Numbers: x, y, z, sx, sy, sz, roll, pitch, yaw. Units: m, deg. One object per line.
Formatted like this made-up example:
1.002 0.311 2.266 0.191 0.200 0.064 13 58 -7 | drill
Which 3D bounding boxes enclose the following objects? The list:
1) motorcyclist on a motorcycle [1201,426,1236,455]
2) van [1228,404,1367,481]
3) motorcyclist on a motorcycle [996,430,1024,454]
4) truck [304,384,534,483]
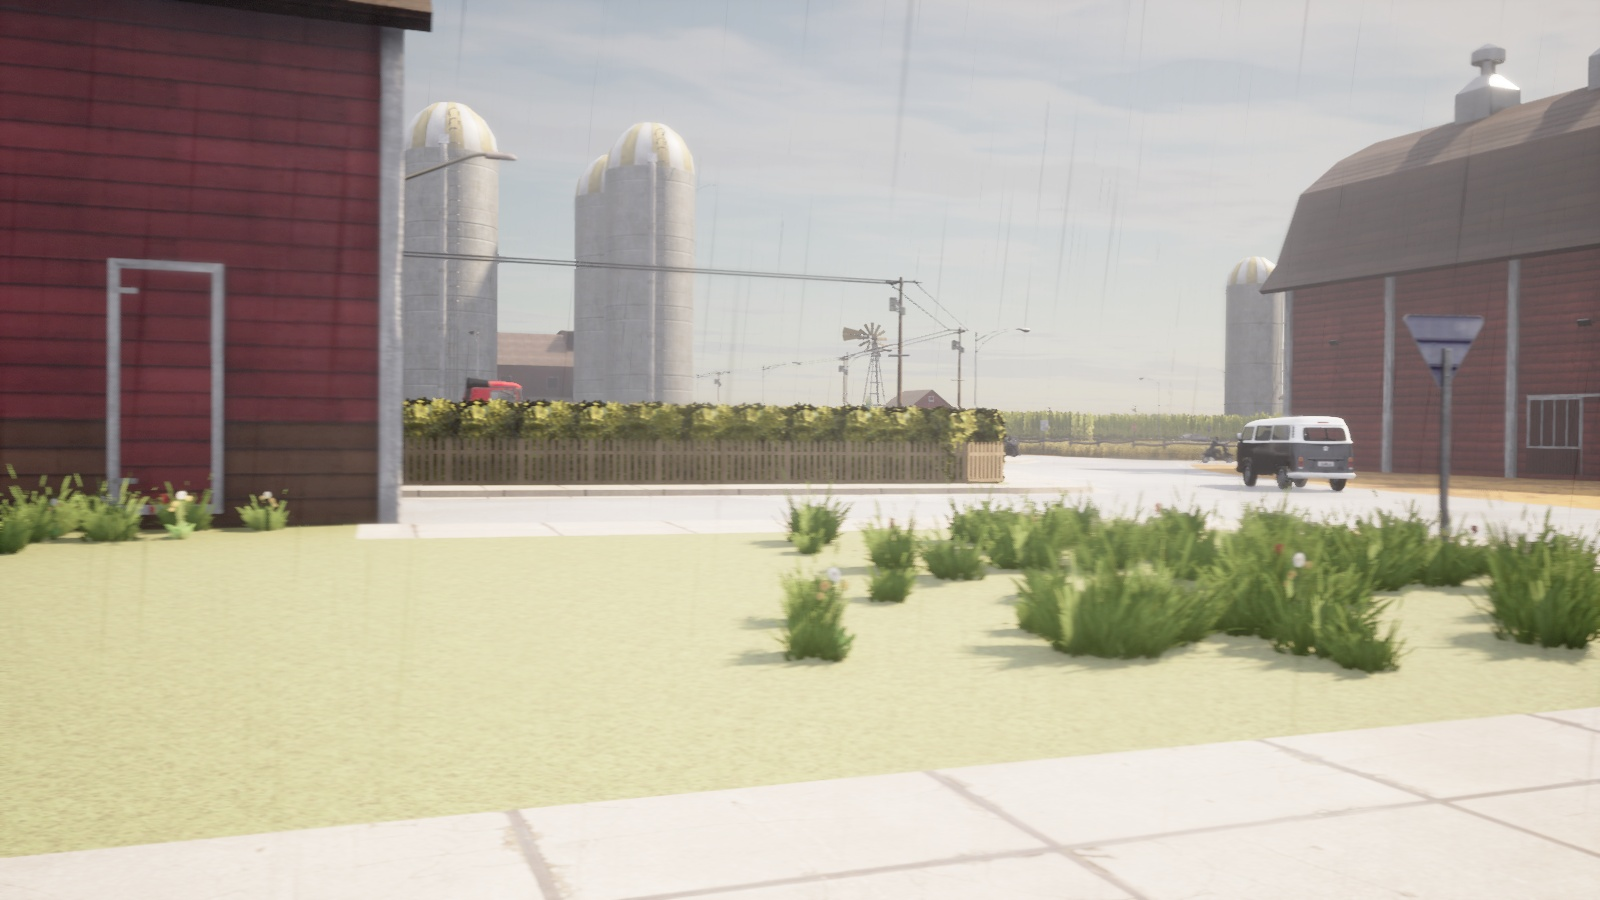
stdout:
23.878 -0.530 71.642 1.817 1.590 0.866 0 0 15 | motorcyclist on a motorcycle
14.015 -0.221 35.683 2.069 2.038 4.480 -1 1 -2 | van
13.740 -0.511 82.231 0.866 1.530 2.191 -1 1 -21 | motorcyclist on a motorcycle
-14.131 -0.649 46.652 7.936 3.462 2.891 -1 1 -21 | truck
